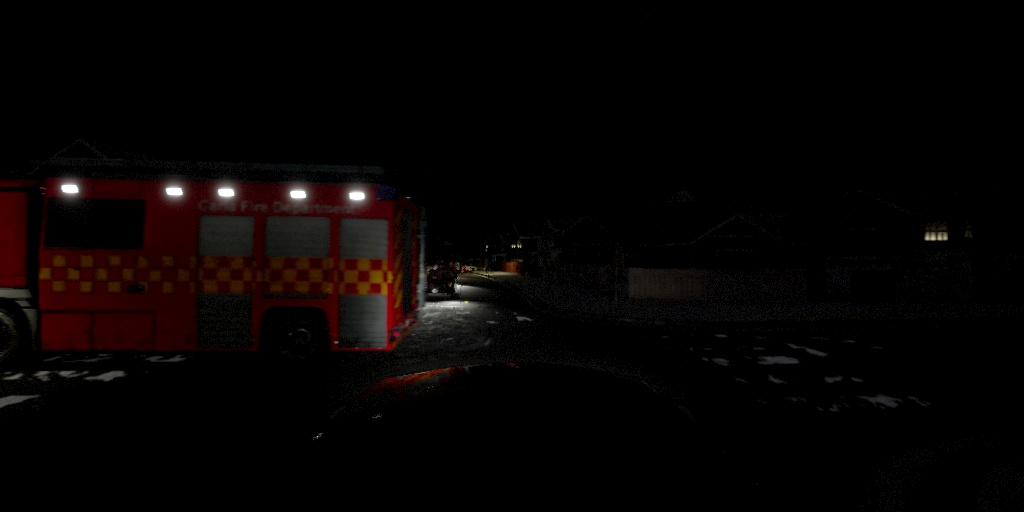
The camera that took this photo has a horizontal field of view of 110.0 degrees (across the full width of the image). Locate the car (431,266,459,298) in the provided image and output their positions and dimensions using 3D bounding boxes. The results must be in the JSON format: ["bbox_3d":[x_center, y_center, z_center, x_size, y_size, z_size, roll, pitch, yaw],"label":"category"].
[{"bbox_3d":[-4.020,1.442,19.617,1.812,1.442,4.674,0,-1,-7],"label":"car"}]

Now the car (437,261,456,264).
[{"bbox_3d":[-8.048,1.466,41.838,2.097,1.767,4.553,0,0,-13],"label":"car"}]

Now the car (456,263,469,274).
[{"bbox_3d":[-7.155,1.763,49.649,1.895,1.301,4.718,0,0,-14],"label":"car"}]

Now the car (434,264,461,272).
[{"bbox_3d":[-5.469,1.569,29.622,1.994,1.385,4.181,0,0,-10],"label":"car"}]

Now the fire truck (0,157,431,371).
[{"bbox_3d":[-6.307,0.114,7.564,8.468,3.827,2.891,1,0,-4],"label":"fire truck"}]
